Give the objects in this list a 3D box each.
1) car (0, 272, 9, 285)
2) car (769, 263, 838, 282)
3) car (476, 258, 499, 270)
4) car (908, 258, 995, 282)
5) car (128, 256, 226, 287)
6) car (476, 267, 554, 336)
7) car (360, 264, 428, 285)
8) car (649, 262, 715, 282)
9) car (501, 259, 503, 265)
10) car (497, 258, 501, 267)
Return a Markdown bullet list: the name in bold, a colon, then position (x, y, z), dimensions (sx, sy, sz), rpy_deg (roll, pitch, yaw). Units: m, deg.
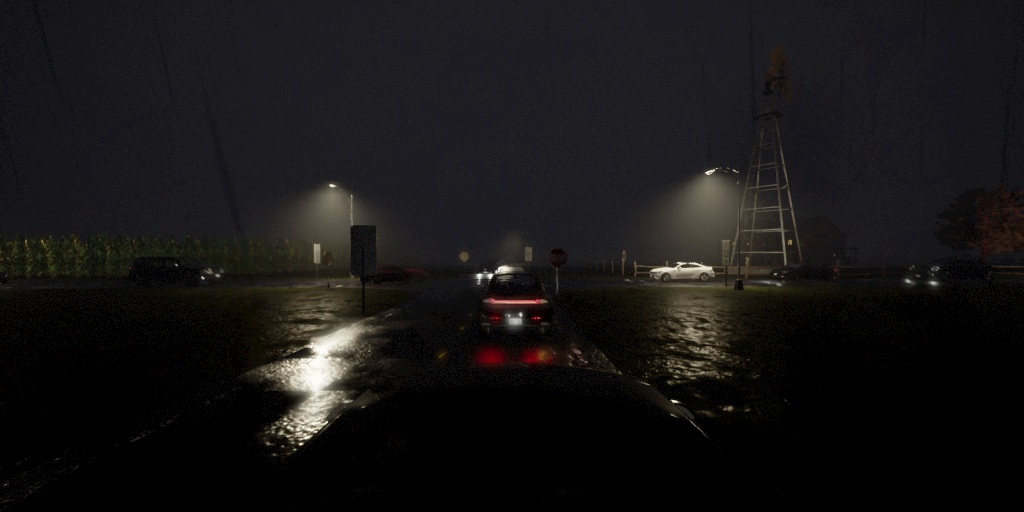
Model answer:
- **car**: position (-38.479, 1.371, 25.038), dimensions (5.008, 1.535, 1.882), rpy_deg (0, 1, 0)
- **car**: position (22.140, 1.200, 27.340), dimensions (4.181, 1.385, 1.994), rpy_deg (0, 1, 2)
- **car**: position (-2.927, 1.287, 41.529), dimensions (1.994, 1.385, 4.181), rpy_deg (0, 0, 1)
- **car**: position (32.926, 0.947, 26.968), dimensions (4.553, 1.767, 2.097), rpy_deg (0, 1, 2)
- **car**: position (-23.347, 1.058, 25.096), dimensions (5.566, 2.045, 2.150), rpy_deg (0, 1, 0)
- **car**: position (0.094, 1.239, 10.367), dimensions (2.128, 1.511, 4.902), rpy_deg (0, 0, 0)
- **car**: position (-8.460, 1.296, 25.914), dimensions (4.674, 1.442, 1.812), rpy_deg (0, 1, -12)
- **car**: position (13.015, 1.194, 27.563), dimensions (4.674, 1.442, 1.812), rpy_deg (0, 1, 0)
- **car**: position (-2.936, 1.297, 61.806), dimensions (1.895, 1.301, 4.718), rpy_deg (0, 0, 0)
- **car**: position (-2.934, 1.215, 51.892), dimensions (1.837, 1.490, 4.892), rpy_deg (0, 0, 0)
